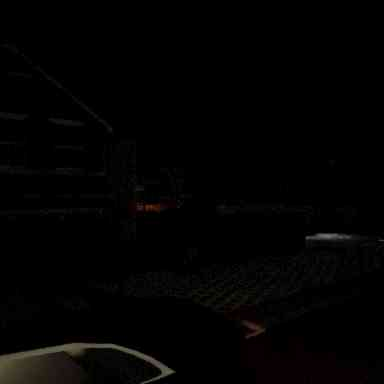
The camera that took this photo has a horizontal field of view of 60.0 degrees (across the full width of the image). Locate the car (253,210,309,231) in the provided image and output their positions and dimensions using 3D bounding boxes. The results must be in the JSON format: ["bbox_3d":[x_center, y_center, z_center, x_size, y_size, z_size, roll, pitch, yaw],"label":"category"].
[{"bbox_3d":[5.544,2.045,22.880,1.837,1.490,4.892,0,-1,-42],"label":"car"}]

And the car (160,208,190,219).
[{"bbox_3d":[-1.379,2.243,30.143,5.008,1.535,1.882,-2,-1,44],"label":"car"}]

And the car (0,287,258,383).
[{"bbox_3d":[-1.746,1.488,1.890,4.902,1.511,2.128,1,0,-36],"label":"car"}]
